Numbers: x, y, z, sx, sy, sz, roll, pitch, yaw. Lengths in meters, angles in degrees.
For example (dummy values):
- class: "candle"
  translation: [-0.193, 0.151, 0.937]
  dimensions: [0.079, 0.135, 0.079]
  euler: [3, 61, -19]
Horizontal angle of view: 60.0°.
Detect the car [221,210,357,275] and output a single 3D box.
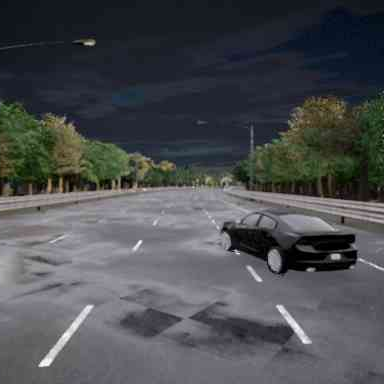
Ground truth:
- class: "car"
  translation: [2.506, 1.259, 9.925]
  dimensions: [1.882, 1.535, 5.008]
  euler: [1, 1, -18]
